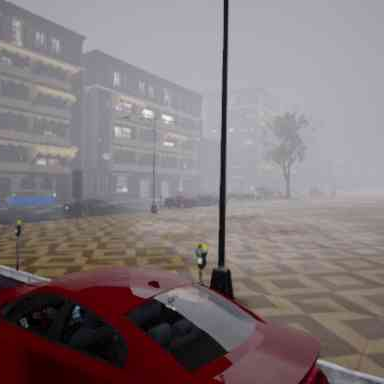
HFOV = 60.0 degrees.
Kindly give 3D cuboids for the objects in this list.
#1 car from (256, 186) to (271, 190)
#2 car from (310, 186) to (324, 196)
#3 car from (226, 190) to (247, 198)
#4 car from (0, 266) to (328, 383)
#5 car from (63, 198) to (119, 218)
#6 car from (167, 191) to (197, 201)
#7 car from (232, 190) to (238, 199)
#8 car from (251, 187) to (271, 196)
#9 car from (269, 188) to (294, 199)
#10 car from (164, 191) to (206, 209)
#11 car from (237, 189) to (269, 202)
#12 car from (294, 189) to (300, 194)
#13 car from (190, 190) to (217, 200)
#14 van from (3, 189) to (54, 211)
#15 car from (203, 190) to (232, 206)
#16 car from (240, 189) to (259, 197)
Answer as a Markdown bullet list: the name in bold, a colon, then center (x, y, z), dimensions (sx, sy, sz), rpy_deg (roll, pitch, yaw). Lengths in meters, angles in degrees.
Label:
- **car**: center (12.685, 0.058, 57.454), dimensions (2.150, 2.045, 5.566), rpy_deg (1, 2, 35)
- **car**: center (28.575, -0.261, 75.995), dimensions (2.150, 2.045, 5.566), rpy_deg (1, 2, 35)
- **car**: center (8.207, 0.276, 60.970), dimensions (1.947, 1.339, 4.313), rpy_deg (3, 2, 35)
- **car**: center (-0.965, 1.508, 3.564), dimensions (4.507, 1.381, 1.887), rpy_deg (1, 1, 36)
- **car**: center (-7.271, 1.068, 24.226), dimensions (1.947, 1.339, 4.313), rpy_deg (3, 2, 35)
- **car**: center (-1.369, 0.537, 47.280), dimensions (1.947, 1.339, 4.313), rpy_deg (3, 2, 35)
- **car**: center (6.759, 0.492, 48.887), dimensions (2.128, 1.511, 4.902), rpy_deg (1, 2, 34)
- **car**: center (14.597, -0.148, 70.088), dimensions (2.192, 1.841, 5.009), rpy_deg (3, 2, 35)
- **car**: center (15.172, 0.412, 56.307), dimensions (1.752, 1.417, 4.829), rpy_deg (3, 2, 35)
- **car**: center (-0.887, 0.871, 33.351), dimensions (1.887, 1.381, 4.507), rpy_deg (3, 2, 35)
- **car**: center (8.689, 0.614, 47.042), dimensions (2.008, 1.369, 4.403), rpy_deg (3, 2, 35)
- **car**: center (27.359, -0.262, 88.349), dimensions (1.887, 1.381, 4.507), rpy_deg (3, 2, 35)
- **car**: center (1.823, 0.435, 51.843), dimensions (2.008, 1.369, 4.403), rpy_deg (3, 2, 35)
- **van**: center (-14.132, 0.665, 29.019), dimensions (1.690, 1.788, 3.998), rpy_deg (3, 2, 35)
- **car**: center (2.305, 0.789, 37.915), dimensions (2.008, 1.369, 4.403), rpy_deg (3, 2, 35)
- **car**: center (11.302, 0.151, 65.392), dimensions (1.752, 1.417, 4.829), rpy_deg (3, 2, 35)
